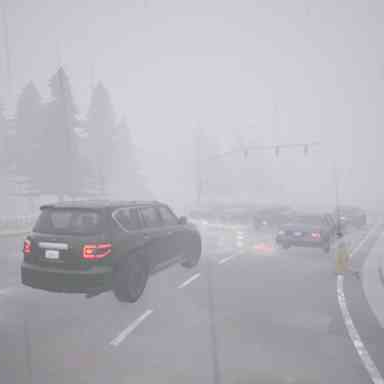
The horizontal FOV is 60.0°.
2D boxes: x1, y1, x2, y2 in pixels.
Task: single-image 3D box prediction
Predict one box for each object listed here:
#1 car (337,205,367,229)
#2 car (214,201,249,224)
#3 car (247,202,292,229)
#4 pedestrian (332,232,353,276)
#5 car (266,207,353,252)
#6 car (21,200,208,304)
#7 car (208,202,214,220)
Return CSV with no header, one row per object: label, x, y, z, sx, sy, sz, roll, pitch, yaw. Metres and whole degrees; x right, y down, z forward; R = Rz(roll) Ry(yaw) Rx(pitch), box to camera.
car,10.176,1.555,21.766,1.994,1.385,4.181,0,0,32
car,3.834,1.496,25.166,1.837,1.490,4.892,0,0,33
car,5.378,1.496,20.729,1.837,1.490,4.892,0,0,32
pedestrian,3.948,1.570,8.712,0.375,1.300,0.375,0,0,26
car,5.131,1.541,13.953,2.033,1.411,5.357,0,0,33
car,-1.554,1.218,8.503,2.150,2.045,5.566,0,0,21
car,1.841,1.536,28.501,2.033,1.411,5.357,0,0,33
